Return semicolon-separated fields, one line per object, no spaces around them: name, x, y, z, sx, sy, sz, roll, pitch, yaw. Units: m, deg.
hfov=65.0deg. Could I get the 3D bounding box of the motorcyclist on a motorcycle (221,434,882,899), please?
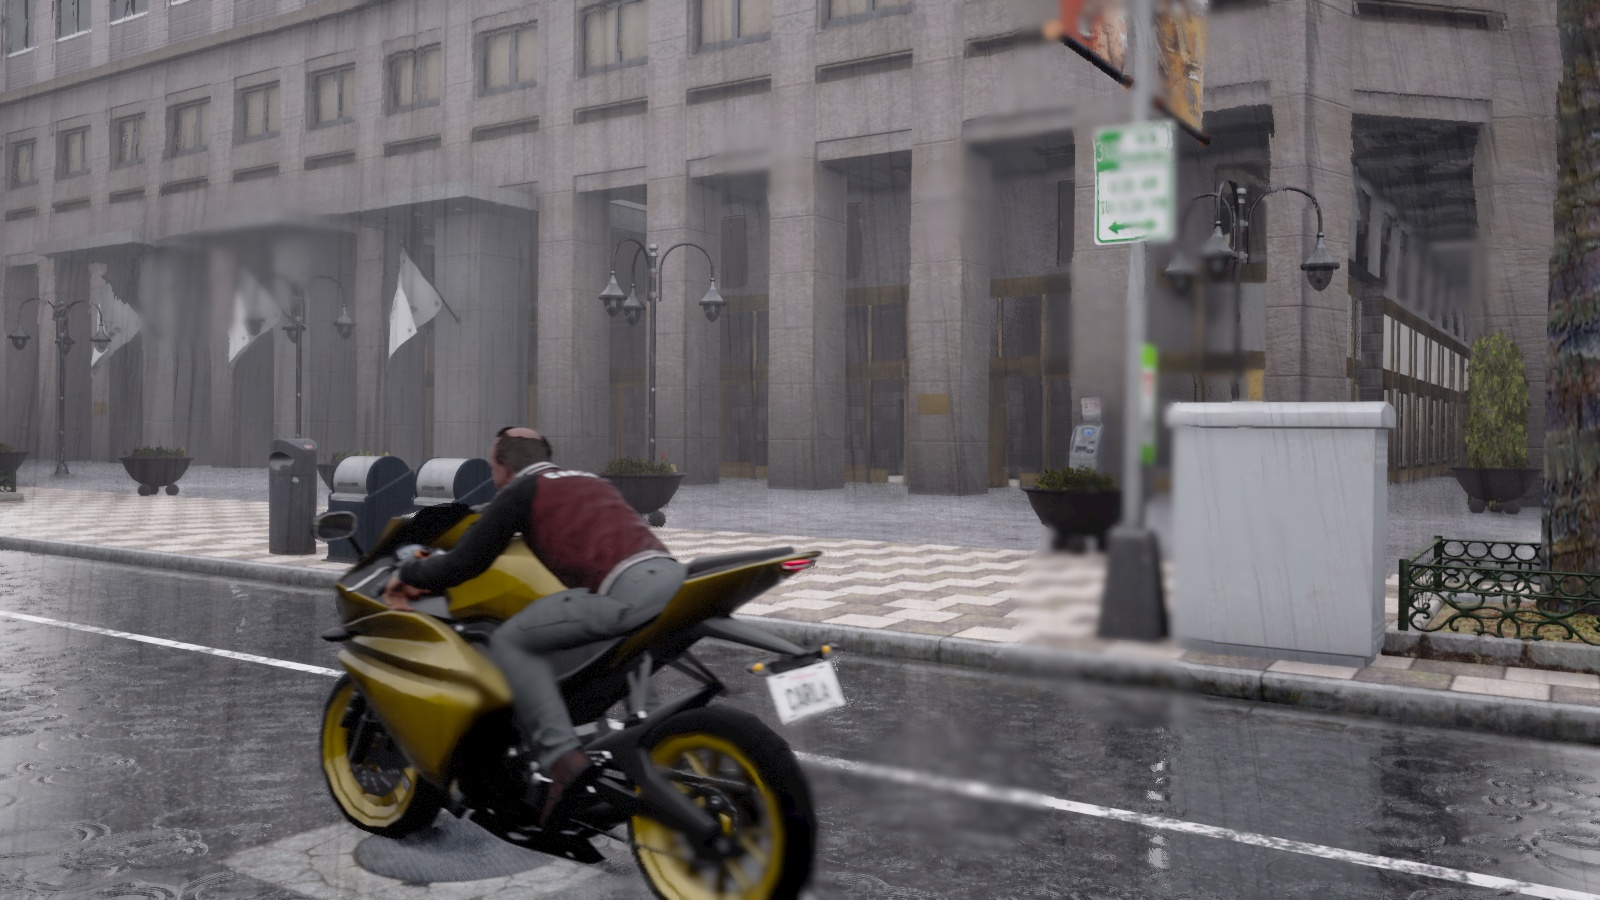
motorcyclist on a motorcycle;-0.897;0.717;4.220;2.191;1.530;0.866;0;1;34
